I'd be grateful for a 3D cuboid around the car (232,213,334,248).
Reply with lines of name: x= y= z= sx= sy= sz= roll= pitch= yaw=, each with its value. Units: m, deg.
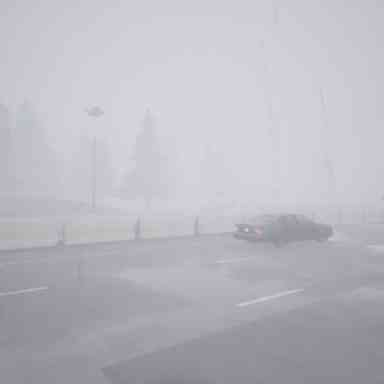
car: x=4.337 y=1.673 z=15.443 sx=5.357 sy=1.411 sz=2.033 roll=1 pitch=0 yaw=-35
